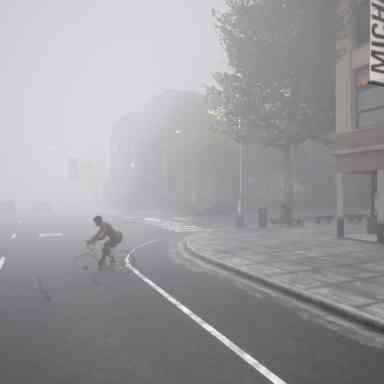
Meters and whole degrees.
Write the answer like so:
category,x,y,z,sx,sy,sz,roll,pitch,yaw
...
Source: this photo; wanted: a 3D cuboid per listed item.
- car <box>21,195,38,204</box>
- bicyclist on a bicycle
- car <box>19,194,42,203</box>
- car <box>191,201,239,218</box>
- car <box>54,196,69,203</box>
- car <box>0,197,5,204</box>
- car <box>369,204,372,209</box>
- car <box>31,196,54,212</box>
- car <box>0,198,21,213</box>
category,x,y,z,sx,sy,sz,roll,pitch,yaw
car,-31.120,1.595,62.136,1.895,1.301,4.718,0,0,-1
bicyclist on a bicycle,-2.305,1.448,8.756,1.656,1.620,0.582,-1,0,-26
car,-34.031,1.336,70.303,2.097,1.767,4.553,0,0,8
car,2.207,1.525,29.688,4.674,1.442,1.812,0,0,-26
car,-27.203,1.524,68.625,1.812,1.442,4.674,0,0,8
car,-37.796,1.594,63.089,1.895,1.301,4.718,0,0,4
car,23.775,1.547,40.053,5.357,1.411,2.033,0,0,-26
car,-17.346,1.525,38.427,1.812,1.442,4.674,0,0,-26
car,-19.908,1.491,35.743,2.128,1.511,4.902,0,0,-26
